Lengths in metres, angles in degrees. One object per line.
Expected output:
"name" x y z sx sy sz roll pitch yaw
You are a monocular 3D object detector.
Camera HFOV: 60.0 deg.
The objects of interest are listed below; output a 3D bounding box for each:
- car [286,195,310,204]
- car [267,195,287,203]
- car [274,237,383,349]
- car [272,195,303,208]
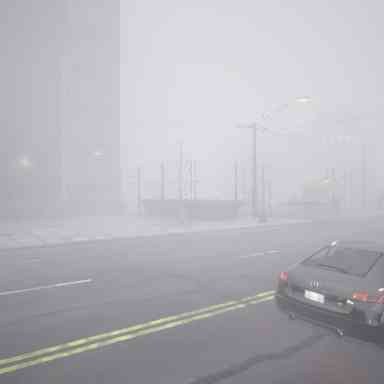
"car" 20.266 1.420 63.789 4.674 1.452 2.002 0 0 -36
"car" 17.359 1.452 67.790 3.806 1.475 1.970 0 0 -36
"car" 3.499 1.564 6.243 4.181 1.385 1.994 0 0 -36
"car" 13.356 1.254 44.728 4.553 1.767 2.185 0 0 -36
